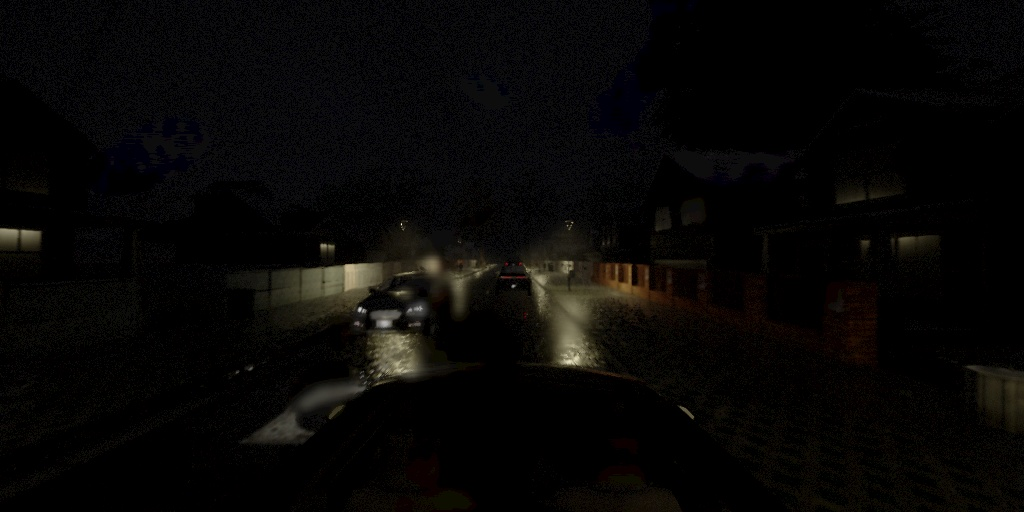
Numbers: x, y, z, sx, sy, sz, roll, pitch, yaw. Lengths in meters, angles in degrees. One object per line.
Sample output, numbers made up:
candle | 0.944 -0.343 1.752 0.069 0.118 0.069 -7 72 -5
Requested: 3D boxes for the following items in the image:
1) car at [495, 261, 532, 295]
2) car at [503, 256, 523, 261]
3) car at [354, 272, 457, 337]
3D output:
car | 0.090 1.255 19.740 2.128 1.511 4.902 0 0 0
car | 0.159 1.078 42.076 2.150 2.045 5.566 0 0 0
car | -2.809 1.243 10.382 2.128 1.511 4.902 0 0 0
